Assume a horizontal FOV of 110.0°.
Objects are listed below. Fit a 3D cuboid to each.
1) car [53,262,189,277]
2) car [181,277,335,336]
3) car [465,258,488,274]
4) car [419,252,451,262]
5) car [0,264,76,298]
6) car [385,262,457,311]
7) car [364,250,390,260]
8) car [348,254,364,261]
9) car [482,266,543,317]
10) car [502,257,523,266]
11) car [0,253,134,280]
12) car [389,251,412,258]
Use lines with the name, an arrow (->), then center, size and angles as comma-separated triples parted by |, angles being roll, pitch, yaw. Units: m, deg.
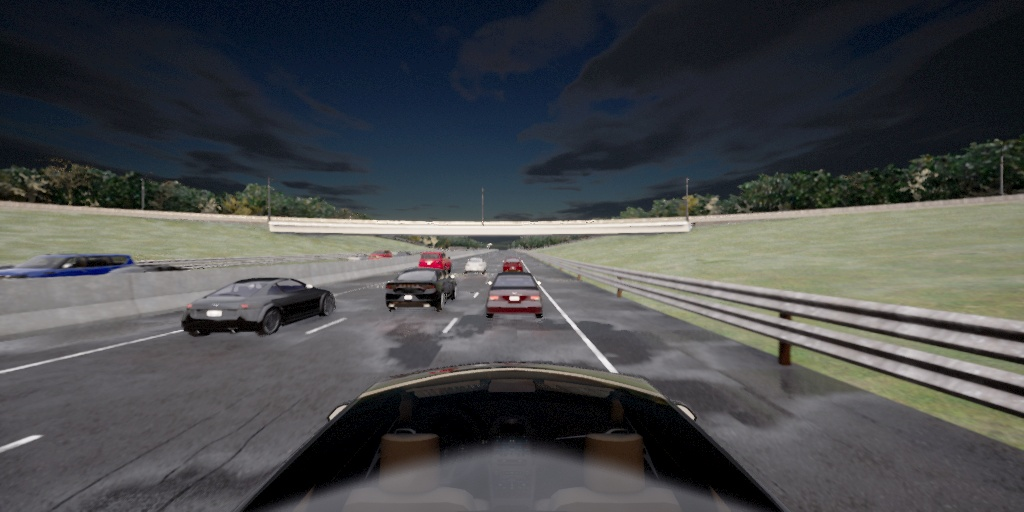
car -> -17.603, 1.186, 17.013 | 1.837, 1.490, 4.892 | 0, 1, 0
car -> -6.902, 1.292, 10.321 | 1.994, 1.385, 4.181 | 0, 0, 0
car -> -3.406, 0.905, 34.478 | 1.812, 1.442, 4.674 | 0, 1, 0
car -> -6.907, 0.645, 32.550 | 2.150, 2.045, 5.566 | 0, 1, 0
car -> -24.603, 1.186, 17.005 | 1.837, 1.490, 4.892 | 0, 1, 0
car -> -3.402, 1.183, 14.239 | 1.882, 1.535, 5.008 | 0, 0, 0
car -> -21.056, 0.033, 57.562 | 2.150, 2.045, 5.566 | 0, 1, 1
car -> -24.548, 0.412, 57.607 | 1.895, 1.301, 4.718 | 0, 1, 1
car -> 0.091, 1.263, 12.898 | 2.033, 1.411, 5.357 | 0, 0, 0
car -> 0.087, 0.847, 34.876 | 1.882, 1.535, 5.008 | 0, 1, 0
car -> -21.104, 0.903, 16.969 | 2.150, 2.045, 5.566 | 0, 1, 0
car -> -17.563, 0.160, 57.726 | 2.097, 1.767, 4.553 | 0, 1, 0
